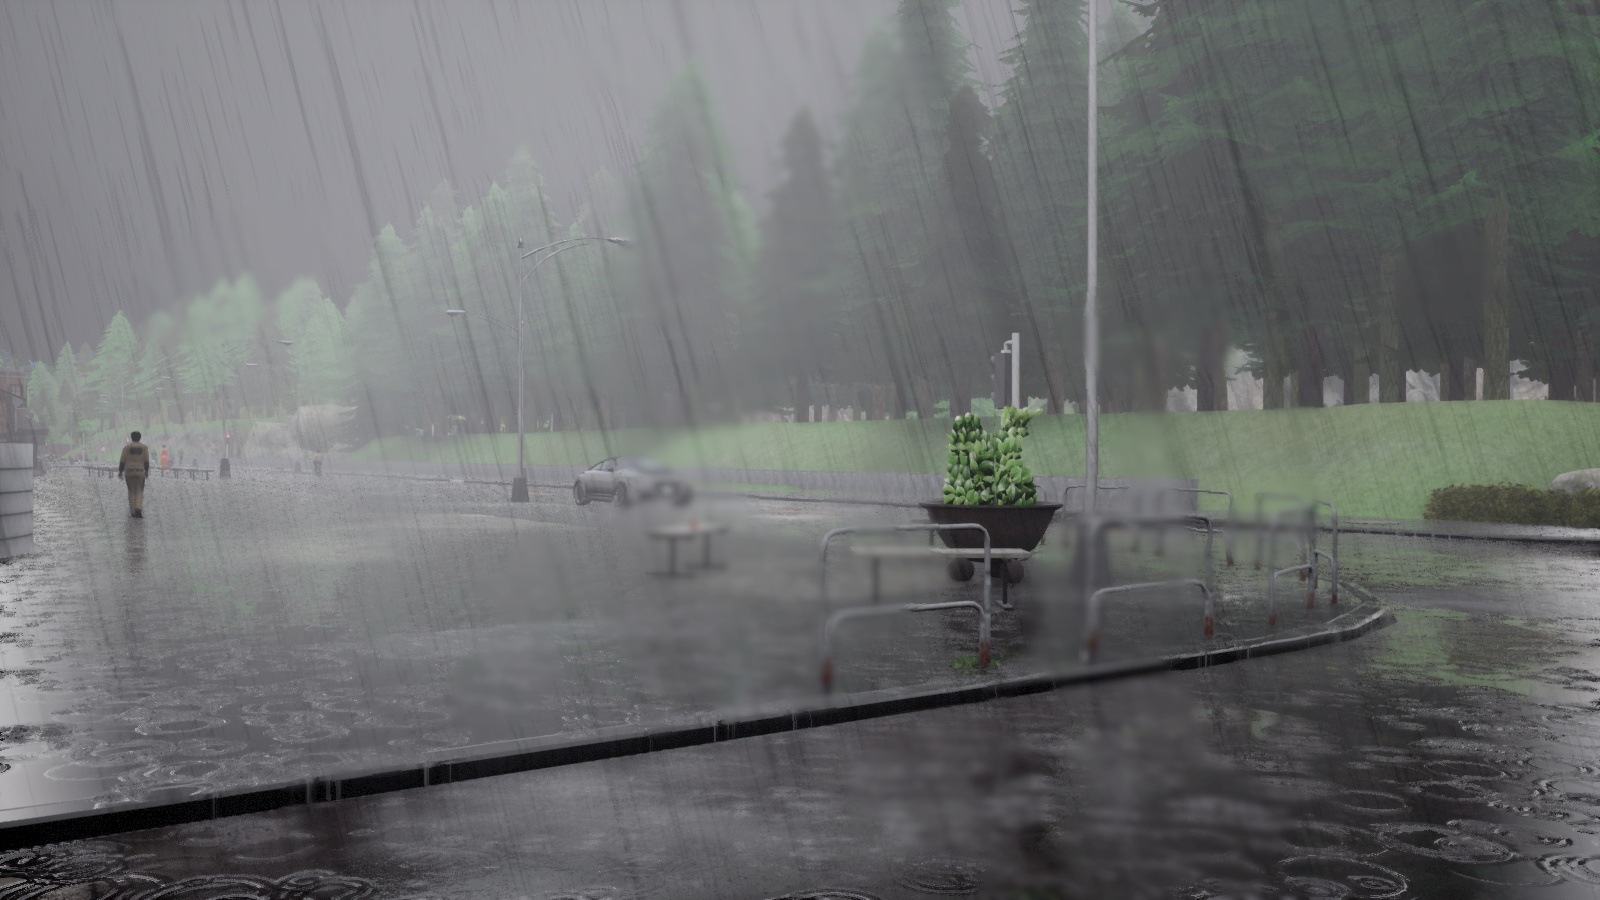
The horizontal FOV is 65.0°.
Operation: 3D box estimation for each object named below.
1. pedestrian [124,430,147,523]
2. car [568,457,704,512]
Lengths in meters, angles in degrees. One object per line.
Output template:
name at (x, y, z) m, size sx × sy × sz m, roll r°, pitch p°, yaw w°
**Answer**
pedestrian at (-14.017, 0.549, 26.494) m, size 0.396 × 1.930 × 0.692 m, roll 0°, pitch 0°, yaw -26°
car at (-4.594, 0.903, 34.703) m, size 1.994 × 1.385 × 4.181 m, roll 0°, pitch 0°, yaw -35°
